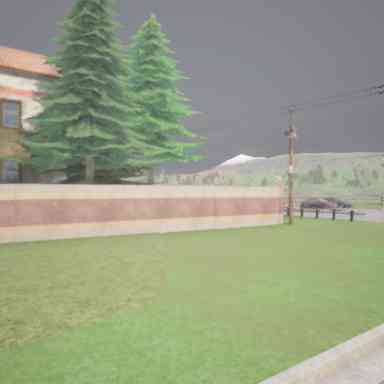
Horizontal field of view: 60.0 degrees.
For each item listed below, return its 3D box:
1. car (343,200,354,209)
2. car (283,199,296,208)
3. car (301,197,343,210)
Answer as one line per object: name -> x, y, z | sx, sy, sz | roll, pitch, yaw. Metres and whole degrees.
car -> 18.701, 1.475, 43.698 | 1.837, 1.490, 4.892 | 0, 0, -36
car -> 9.676, 1.331, 38.254 | 2.097, 1.767, 4.553 | 0, 0, -36
car -> 15.860, 1.499, 41.650 | 1.812, 1.442, 4.674 | 0, 0, -36
